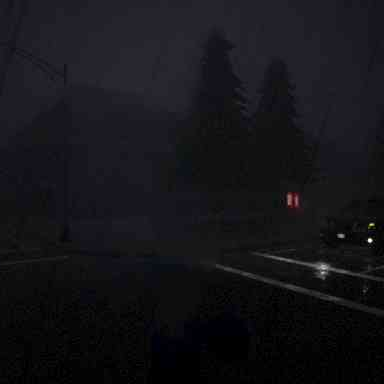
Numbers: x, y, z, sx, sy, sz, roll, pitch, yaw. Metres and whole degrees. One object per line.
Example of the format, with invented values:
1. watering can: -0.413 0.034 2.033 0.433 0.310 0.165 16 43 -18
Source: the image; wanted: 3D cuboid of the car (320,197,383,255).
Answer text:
1. car: 7.649 1.247 13.771 5.566 2.045 2.150 0 0 -37
